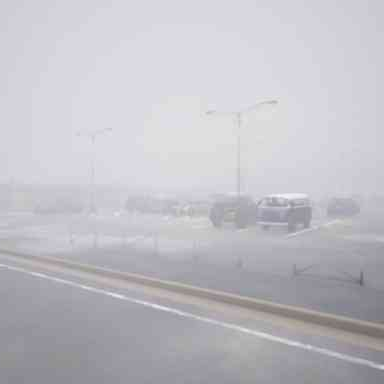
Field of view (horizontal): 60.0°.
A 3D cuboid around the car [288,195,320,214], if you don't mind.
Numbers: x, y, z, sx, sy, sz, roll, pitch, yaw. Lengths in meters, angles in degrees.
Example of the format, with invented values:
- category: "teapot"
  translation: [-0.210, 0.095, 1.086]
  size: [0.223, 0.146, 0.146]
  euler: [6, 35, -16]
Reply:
- category: "car"
  translation: [13.404, 1.450, 39.601]
  size: [1.970, 1.475, 3.806]
  euler: [0, 0, 36]

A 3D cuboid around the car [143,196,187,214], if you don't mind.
- category: "car"
  translation: [-2.482, 1.394, 32.480]
  size: [1.784, 1.438, 3.905]
  euler: [0, 0, 36]

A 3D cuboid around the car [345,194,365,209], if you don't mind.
- category: "car"
  translation: [25.864, 1.225, 52.139]
  size: [1.905, 1.878, 3.866]
  euler: [0, 0, 36]

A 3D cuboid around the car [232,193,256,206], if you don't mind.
- category: "car"
  translation: [9.969, 1.188, 63.647]
  size: [1.905, 1.878, 3.866]
  euler: [0, 0, 36]

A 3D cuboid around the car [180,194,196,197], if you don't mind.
- category: "car"
  translation: [-0.316, 1.176, 49.464]
  size: [1.932, 1.855, 4.605]
  euler: [0, 0, 36]

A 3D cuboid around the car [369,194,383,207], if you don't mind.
- category: "car"
  translation: [28.173, 1.227, 50.393]
  size: [1.932, 1.855, 4.605]
  euler: [0, 0, 36]

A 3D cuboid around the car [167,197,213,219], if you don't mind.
- category: "car"
  translation: [-0.141, 1.431, 30.777]
  size: [1.970, 1.475, 3.806]
  euler: [0, 0, 36]

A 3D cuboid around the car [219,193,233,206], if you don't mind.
- category: "car"
  translation: [7.633, 1.421, 65.359]
  size: [1.970, 1.475, 3.806]
  euler: [0, 0, 36]

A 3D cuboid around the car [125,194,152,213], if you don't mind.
- category: "car"
  translation: [-4.682, 1.179, 34.017]
  size: [1.932, 1.855, 4.605]
  euler: [0, 0, 36]

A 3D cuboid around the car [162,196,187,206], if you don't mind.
- category: "car"
  translation: [-2.622, 1.381, 51.219]
  size: [1.784, 1.438, 3.905]
  euler: [0, 0, 36]
